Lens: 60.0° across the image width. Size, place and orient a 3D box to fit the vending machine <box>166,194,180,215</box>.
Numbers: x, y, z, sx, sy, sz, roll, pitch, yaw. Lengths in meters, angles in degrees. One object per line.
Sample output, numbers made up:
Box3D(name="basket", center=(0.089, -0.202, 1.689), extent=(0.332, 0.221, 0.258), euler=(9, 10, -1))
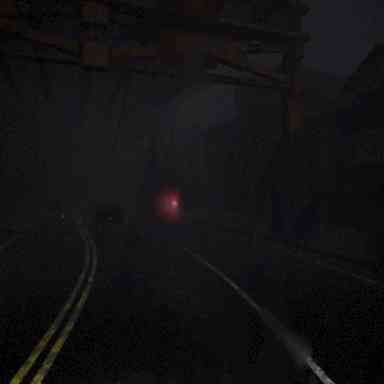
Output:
Box3D(name="vending machine", center=(-1.926, 1.274, 33.639), extent=(1.100, 2.100, 0.880), euler=(0, 0, -21))

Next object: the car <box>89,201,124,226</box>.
Box3D(name="car", center=(-6.235, 1.580, 24.350), extent=(1.882, 1.535, 5.008), euler=(-1, 0, -21))

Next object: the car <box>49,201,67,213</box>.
Box3D(name="car", center=(-16.581, 1.796, 41.216), extent=(1.994, 1.385, 4.181), euler=(-1, 0, -21))

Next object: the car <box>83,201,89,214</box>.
Box3D(name="car", center=(-11.457, 1.726, 38.158), extent=(2.033, 1.411, 5.357), euler=(-1, 0, -21))
